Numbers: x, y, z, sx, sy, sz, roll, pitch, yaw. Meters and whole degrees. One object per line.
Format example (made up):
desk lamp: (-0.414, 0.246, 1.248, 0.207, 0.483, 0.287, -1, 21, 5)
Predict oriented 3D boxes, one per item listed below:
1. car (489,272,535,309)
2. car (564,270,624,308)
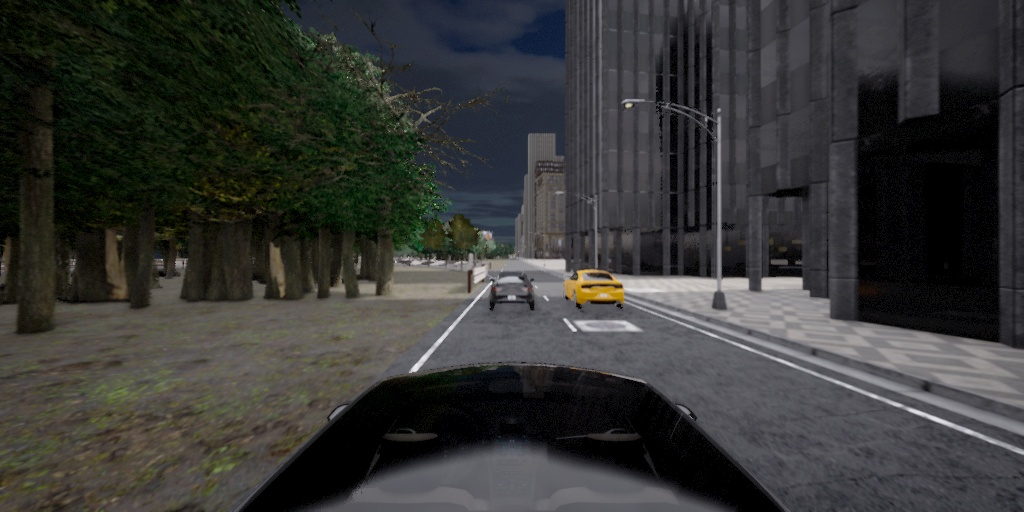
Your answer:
car: (0.012, 1.411, 15.746, 1.812, 1.442, 4.674, 0, 0, 0)
car: (3.515, 1.367, 16.108, 1.882, 1.535, 5.008, 0, 0, 0)
